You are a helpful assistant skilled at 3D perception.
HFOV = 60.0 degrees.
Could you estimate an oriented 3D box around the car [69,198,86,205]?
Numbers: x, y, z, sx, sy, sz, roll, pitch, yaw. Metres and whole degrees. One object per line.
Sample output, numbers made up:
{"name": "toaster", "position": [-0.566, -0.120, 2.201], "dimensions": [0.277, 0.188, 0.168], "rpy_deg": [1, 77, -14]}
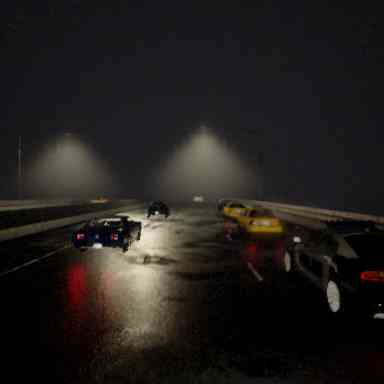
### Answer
{"name": "car", "position": [-19.989, 1.810, 58.665], "dimensions": [1.994, 1.385, 4.181], "rpy_deg": [0, 0, 3]}

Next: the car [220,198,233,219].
{"name": "car", "position": [3.781, 1.553, 29.563], "dimensions": [1.801, 1.575, 5.366], "rpy_deg": [0, 0, 1]}

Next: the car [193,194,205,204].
{"name": "car", "position": [1.471, 1.397, 70.264], "dimensions": [2.150, 2.045, 5.566], "rpy_deg": [0, 0, 2]}

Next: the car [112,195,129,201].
{"name": "car", "position": [-12.916, 1.482, 60.603], "dimensions": [2.150, 2.045, 5.566], "rpy_deg": [0, 0, 3]}

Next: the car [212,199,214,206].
{"name": "car", "position": [4.311, 1.712, 51.211], "dimensions": [1.837, 1.490, 4.892], "rpy_deg": [0, 0, 2]}

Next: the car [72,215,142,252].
{"name": "car", "position": [-3.324, 1.633, 14.062], "dimensions": [1.895, 1.301, 4.718], "rpy_deg": [0, 0, 0]}

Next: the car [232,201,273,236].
{"name": "car", "position": [3.618, 1.505, 18.642], "dimensions": [1.801, 1.575, 5.366], "rpy_deg": [0, 0, 1]}

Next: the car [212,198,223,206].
{"name": "car", "position": [4.683, 1.875, 62.157], "dimensions": [1.895, 1.301, 4.718], "rpy_deg": [0, 0, 2]}

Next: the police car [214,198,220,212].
{"name": "police car", "position": [4.013, 1.576, 40.403], "dimensions": [1.930, 1.638, 5.238], "rpy_deg": [0, 0, 1]}

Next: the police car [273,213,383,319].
{"name": "police car", "position": [3.523, 1.440, 7.639], "dimensions": [1.930, 1.638, 5.238], "rpy_deg": [0, 0, 0]}

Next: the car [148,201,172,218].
{"name": "car", "position": [-3.067, 1.612, 31.862], "dimensions": [1.837, 1.490, 4.892], "rpy_deg": [0, 0, 1]}

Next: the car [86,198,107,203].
{"name": "car", "position": [-16.489, 1.725, 58.722], "dimensions": [1.882, 1.535, 5.008], "rpy_deg": [0, 0, 3]}
